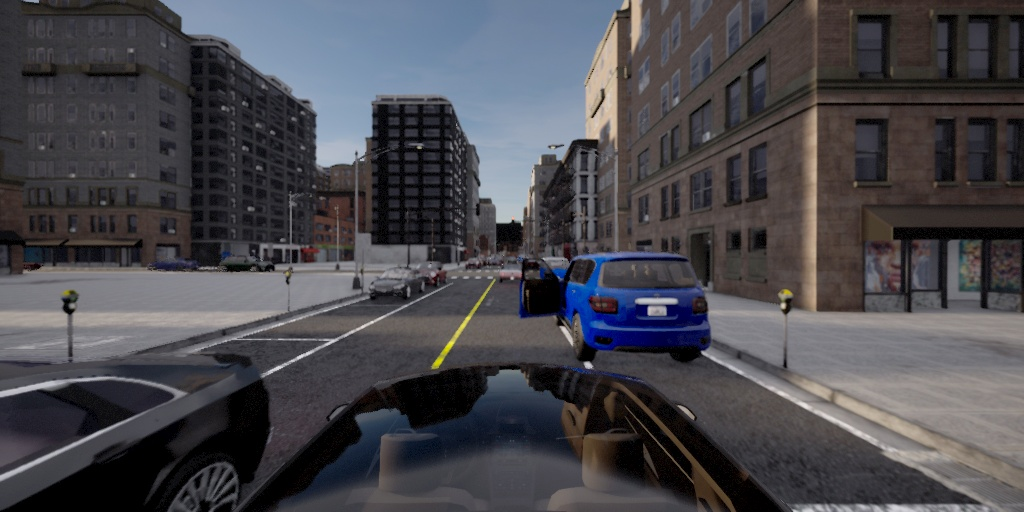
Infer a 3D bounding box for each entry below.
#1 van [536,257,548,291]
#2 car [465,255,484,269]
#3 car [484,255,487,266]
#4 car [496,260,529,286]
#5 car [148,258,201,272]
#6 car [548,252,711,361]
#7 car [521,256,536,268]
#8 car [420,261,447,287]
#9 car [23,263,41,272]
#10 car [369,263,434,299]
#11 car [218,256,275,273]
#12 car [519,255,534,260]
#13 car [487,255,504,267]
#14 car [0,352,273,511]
[{"bbox_3d":[2.650,0.985,22.874,1.690,1.789,3.998,0,0,0],"label":"van"},{"bbox_3d":[-5.359,0.948,49.758,1.967,1.591,4.097,0,0,0],"label":"car"},{"bbox_3d":[-5.356,1.005,54.998,1.751,1.417,4.829,0,0,0],"label":"car"},{"bbox_3d":[0.015,1.226,26.661,1.895,1.301,4.718,0,0,0],"label":"car"},{"bbox_3d":[-35.764,0.907,38.062,4.674,1.442,1.812,0,0,0],"label":"car"},{"bbox_3d":[2.273,0.940,8.297,2.150,2.045,5.566,0,0,0],"label":"car"},{"bbox_3d":[2.666,1.052,49.754,1.888,1.381,4.507,0,0,0],"label":"car"},{"bbox_3d":[-5.375,1.085,22.879,1.967,1.591,4.097,0,0,0],"label":"car"},{"bbox_3d":[-49.473,0.924,35.181,4.718,1.301,1.895,0,0,1],"label":"car"},{"bbox_3d":[-5.378,1.225,17.199,2.007,1.370,4.403,0,0,0],"label":"car"},{"bbox_3d":[-25.870,0.803,35.115,4.553,1.767,2.097,0,0,0],"label":"car"},{"bbox_3d":[2.669,0.794,55.163,2.192,1.841,5.009,0,0,0],"label":"car"},{"bbox_3d":[-2.793,1.028,58.096,1.994,1.385,4.181,0,0,0],"label":"car"},{"bbox_3d":[-2.850,1.246,0.863,2.128,1.511,4.902,0,0,0],"label":"car"}]
